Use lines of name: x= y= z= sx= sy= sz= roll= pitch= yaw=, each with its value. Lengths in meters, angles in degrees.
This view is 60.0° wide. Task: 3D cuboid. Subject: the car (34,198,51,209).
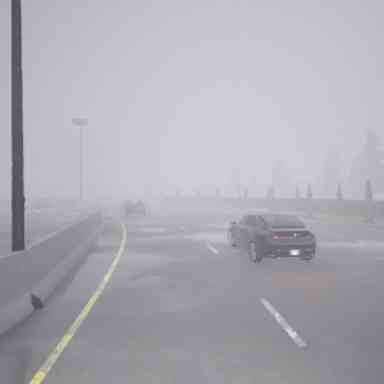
car: x=-22.059 y=1.630 z=48.990 sx=1.837 sy=1.490 sz=4.892 roll=-1 pitch=0 yaw=-33

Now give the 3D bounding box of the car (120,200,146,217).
car: x=-5.683 y=1.481 z=31.764 sx=2.128 sy=1.511 sz=4.902 roll=0 pitch=0 yaw=-19

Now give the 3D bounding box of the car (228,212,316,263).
car: x=2.628 y=1.468 z=11.871 sx=1.837 sy=1.490 sz=4.892 roll=0 pitch=0 yaw=-7

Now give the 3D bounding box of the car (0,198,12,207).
car: x=-30.832 y=1.719 z=55.229 sx=1.837 sy=1.490 sz=4.892 roll=0 pitch=0 yaw=-38
